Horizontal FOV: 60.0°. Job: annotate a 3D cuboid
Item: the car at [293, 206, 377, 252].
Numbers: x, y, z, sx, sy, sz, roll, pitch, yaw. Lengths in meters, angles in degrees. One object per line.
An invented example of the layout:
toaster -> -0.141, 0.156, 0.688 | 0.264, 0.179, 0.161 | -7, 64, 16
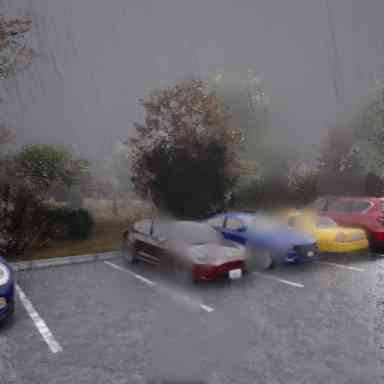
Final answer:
car -> 3.944, 1.476, 13.103 | 1.946, 1.575, 5.366 | 0, 0, -36

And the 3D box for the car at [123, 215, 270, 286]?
car -> -0.364, 1.509, 9.765 | 2.163, 1.488, 4.792 | 0, 0, -35

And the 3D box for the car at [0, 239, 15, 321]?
car -> -4.933, 1.354, 6.580 | 2.185, 1.767, 4.553 | 0, 0, -36

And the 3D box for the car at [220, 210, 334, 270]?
car -> 1.884, 1.479, 11.412 | 2.097, 1.535, 5.008 | 0, 0, -36

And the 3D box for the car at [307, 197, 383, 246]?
car -> 6.302, 1.227, 14.593 | 2.435, 2.045, 5.566 | 0, 0, -36
